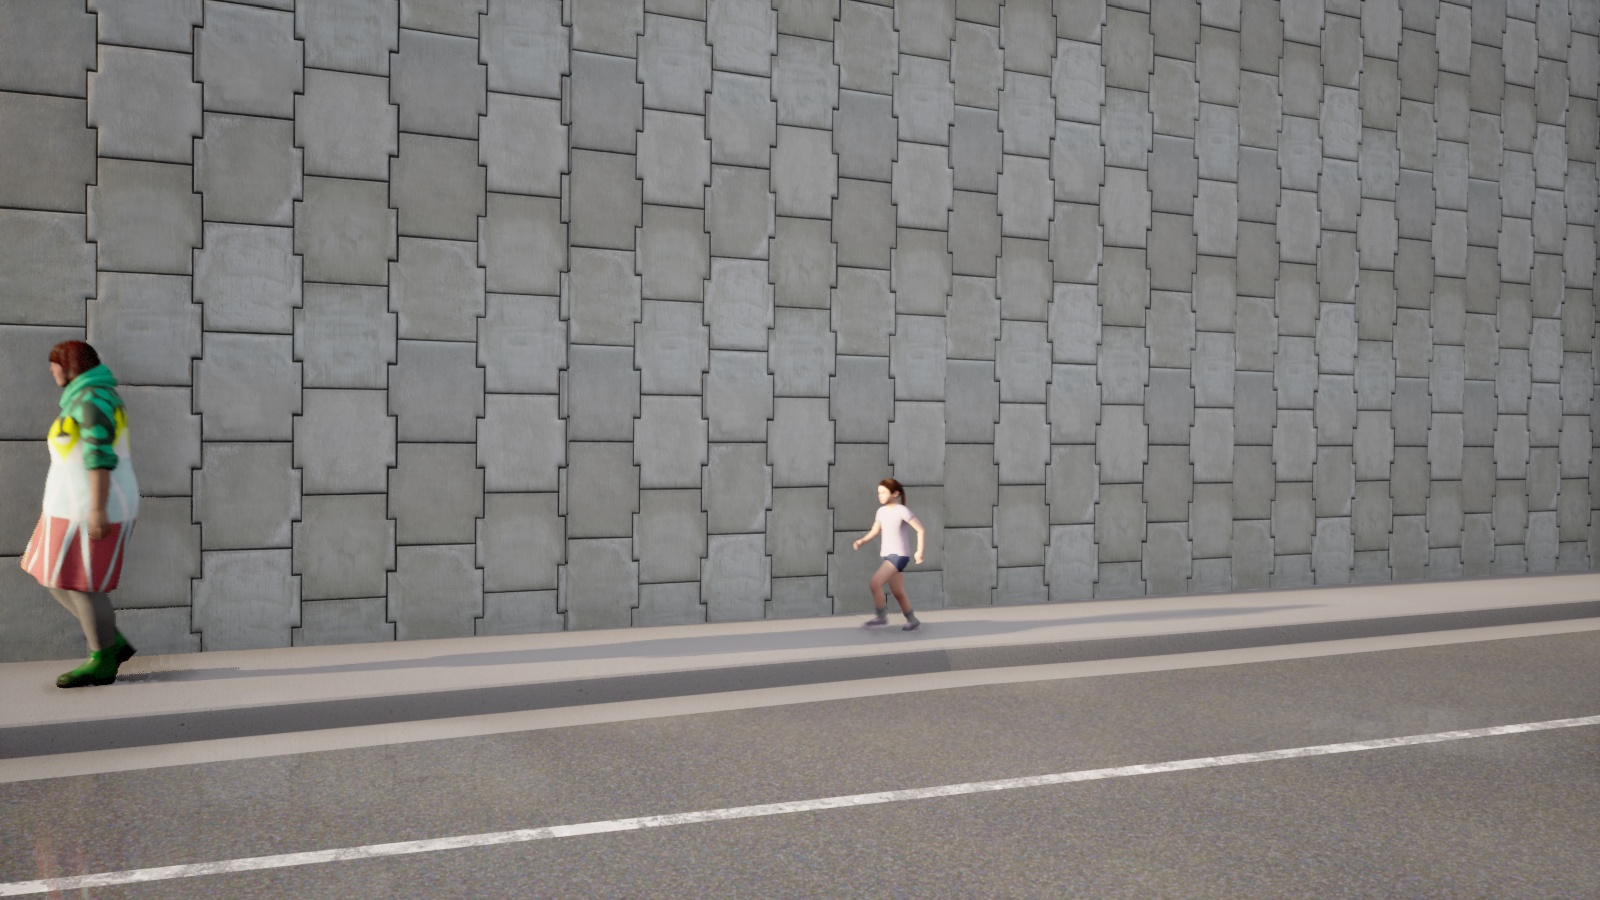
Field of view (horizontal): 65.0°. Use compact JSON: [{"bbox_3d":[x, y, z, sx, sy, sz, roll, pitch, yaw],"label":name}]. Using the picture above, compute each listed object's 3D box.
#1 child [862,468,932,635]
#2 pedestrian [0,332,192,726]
[{"bbox_3d":[0.668,0.685,8.642,0.394,1.110,0.255,-1,1,-26],"label":"child"},{"bbox_3d":[-3.756,0.386,6.640,0.873,1.952,0.659,-1,1,-19],"label":"pedestrian"}]
